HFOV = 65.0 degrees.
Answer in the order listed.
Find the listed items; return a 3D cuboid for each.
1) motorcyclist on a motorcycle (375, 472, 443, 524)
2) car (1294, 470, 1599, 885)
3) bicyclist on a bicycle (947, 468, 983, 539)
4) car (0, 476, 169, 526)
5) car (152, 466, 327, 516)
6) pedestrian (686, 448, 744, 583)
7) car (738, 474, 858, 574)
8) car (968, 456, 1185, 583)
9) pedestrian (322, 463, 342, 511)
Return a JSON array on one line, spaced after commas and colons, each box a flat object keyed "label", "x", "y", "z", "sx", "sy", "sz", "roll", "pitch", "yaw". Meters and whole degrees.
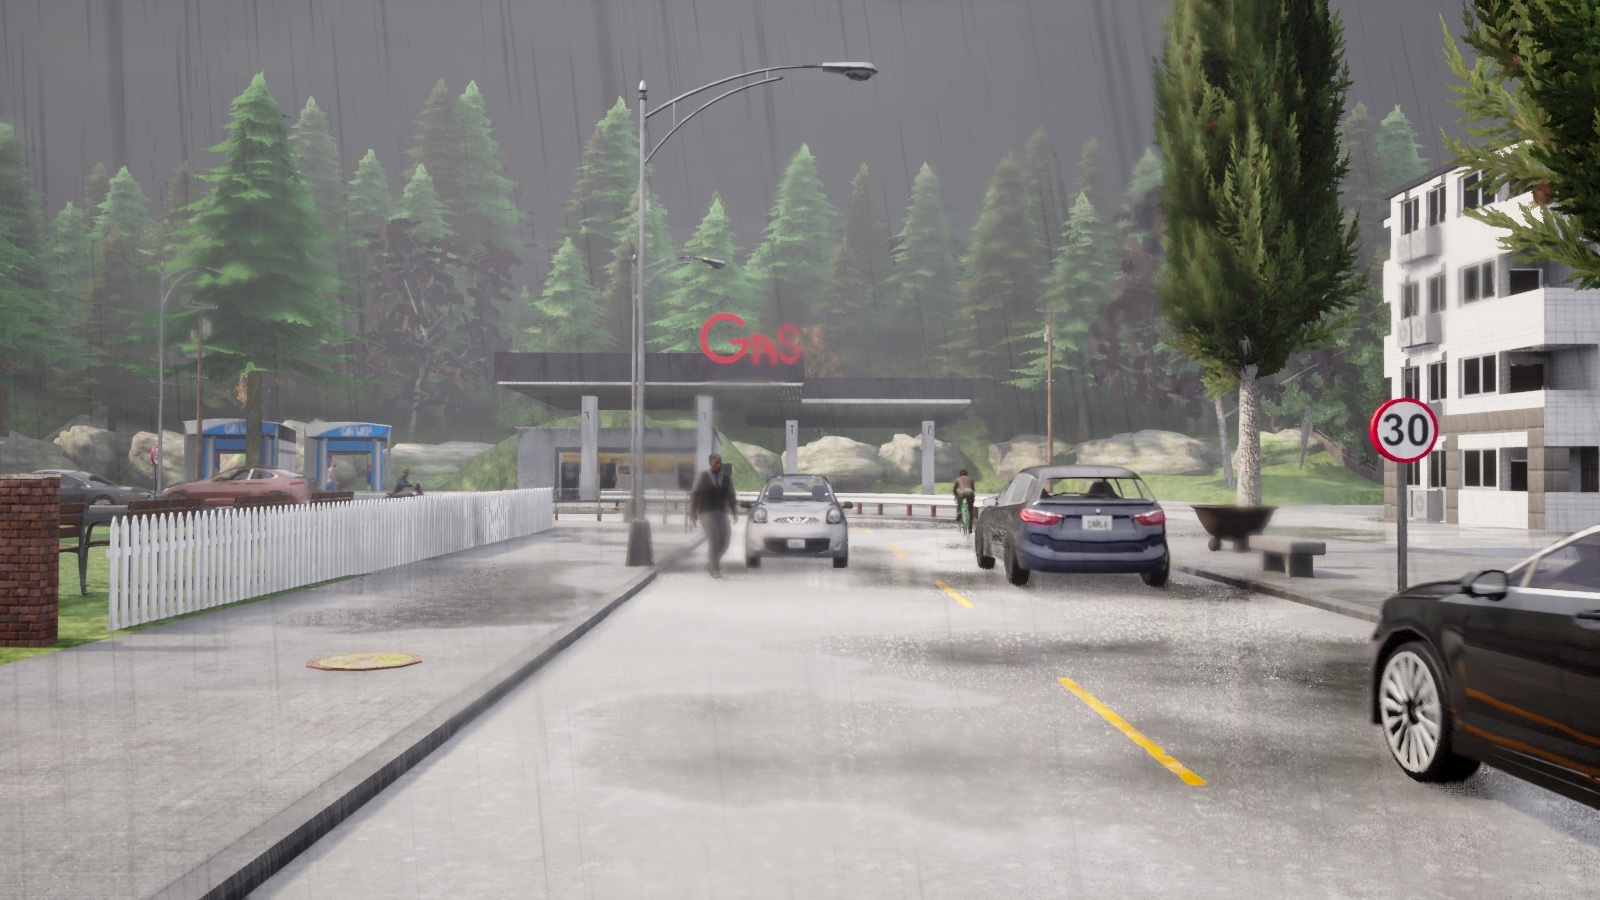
[{"label": "motorcyclist on a motorcycle", "x": -12.075, "y": 1.467, "z": 38.827, "sx": 1.817, "sy": 1.590, "sz": 0.866, "roll": 0, "pitch": -1, "yaw": 0}, {"label": "car", "x": 3.991, "y": 0.838, "z": 4.953, "sx": 2.128, "sy": 1.511, "sz": 4.902, "roll": 0, "pitch": -1, "yaw": 0}, {"label": "bicyclist on a bicycle", "x": 3.901, "y": 1.250, "z": 29.759, "sx": 0.582, "sy": 1.620, "sz": 1.656, "roll": 0, "pitch": -1, "yaw": -1}, {"label": "car", "x": -22.408, "y": 1.559, "z": 38.785, "sx": 4.892, "sy": 1.490, "sz": 1.837, "roll": 0, "pitch": -1, "yaw": 0}, {"label": "car", "x": -19.032, "y": 1.387, "z": 42.809, "sx": 5.027, "sy": 1.651, "sz": 2.152, "roll": 0, "pitch": -1, "yaw": 0}, {"label": "pedestrian", "x": -1.225, "y": 0.917, "z": 17.955, "sx": 0.563, "sy": 1.883, "sz": 0.849, "roll": 0, "pitch": -1, "yaw": -24}, {"label": "car", "x": -0.039, "y": 1.182, "z": 21.197, "sx": 1.845, "sy": 1.501, "sz": 3.633, "roll": 0, "pitch": -1, "yaw": 0}, {"label": "car", "x": 3.964, "y": 0.960, "z": 18.931, "sx": 2.242, "sy": 1.667, "sz": 4.611, "roll": 0, "pitch": -1, "yaw": 0}, {"label": "pedestrian", "x": -18.007, "y": 1.406, "z": 48.338, "sx": 0.706, "sy": 1.836, "sz": 0.354, "roll": 0, "pitch": -1, "yaw": -26}]
